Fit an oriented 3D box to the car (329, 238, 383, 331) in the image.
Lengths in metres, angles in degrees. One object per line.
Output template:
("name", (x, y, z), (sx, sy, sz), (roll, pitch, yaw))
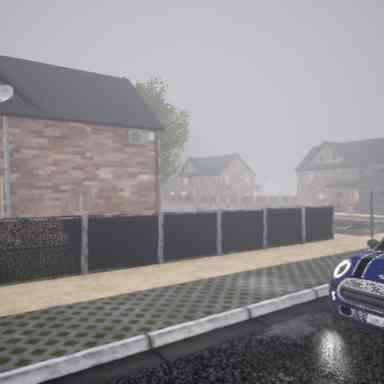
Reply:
("car", (4.654, 1.367, 6.321), (4.553, 1.767, 2.097), (0, 0, -35))
